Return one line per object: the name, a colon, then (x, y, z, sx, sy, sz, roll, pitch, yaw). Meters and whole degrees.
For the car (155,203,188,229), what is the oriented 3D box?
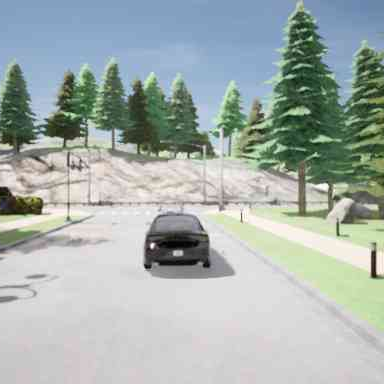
car: (-1.366, 1.456, 21.526, 1.895, 1.301, 4.718, 0, 0, -5)

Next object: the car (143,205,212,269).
car: (-0.524, 1.404, 10.911, 1.882, 1.535, 5.008, 0, 0, -4)
